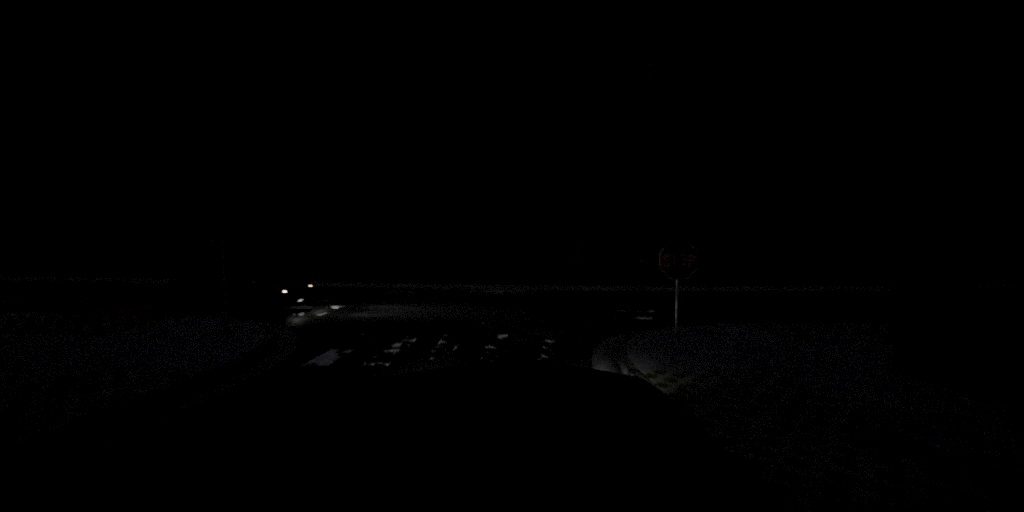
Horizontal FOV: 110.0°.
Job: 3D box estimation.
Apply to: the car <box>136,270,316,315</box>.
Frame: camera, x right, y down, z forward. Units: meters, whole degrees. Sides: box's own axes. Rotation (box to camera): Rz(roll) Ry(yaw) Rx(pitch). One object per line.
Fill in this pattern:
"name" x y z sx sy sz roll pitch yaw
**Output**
"car" -9.276 1.122 11.962 4.718 1.301 1.895 1 2 0
